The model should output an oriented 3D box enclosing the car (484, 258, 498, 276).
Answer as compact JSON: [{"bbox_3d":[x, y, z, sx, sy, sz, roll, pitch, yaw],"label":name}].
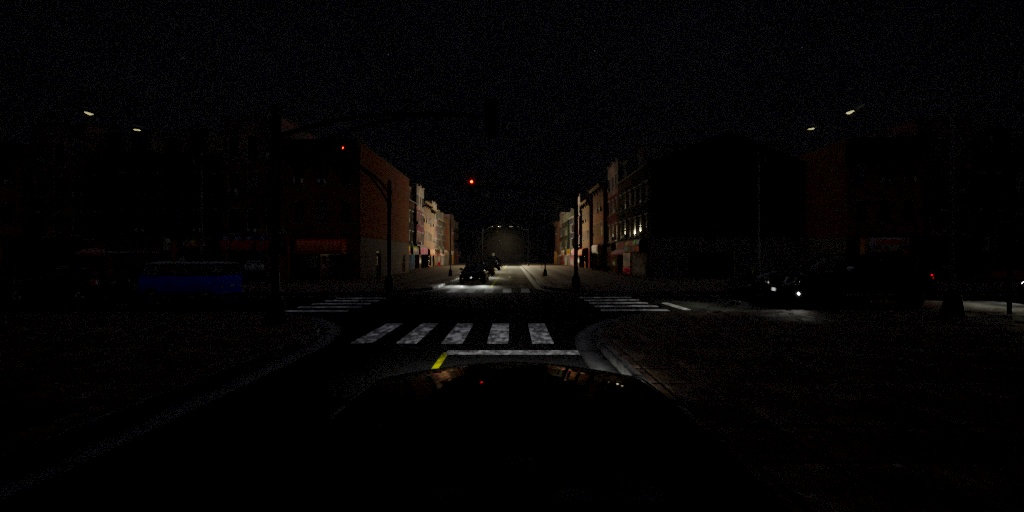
[{"bbox_3d":[-2.774,1.250,37.424,1.882,1.535,5.008,0,0,0],"label":"car"}]

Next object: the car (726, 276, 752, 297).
[{"bbox_3d":[12.289,1.267,16.538,4.403,1.370,2.007,0,0,0],"label":"car"}]

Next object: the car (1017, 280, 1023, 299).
[{"bbox_3d":[23.113,1.047,14.028,4.553,1.767,2.097,0,0,0],"label":"car"}]

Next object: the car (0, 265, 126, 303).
[{"bbox_3d":[-20.189,1.239,16.449,4.097,1.591,1.967,0,0,0],"label":"car"}]

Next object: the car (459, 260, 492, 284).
[{"bbox_3d":[-2.820,1.270,27.352,1.837,1.490,4.892,0,0,1],"label":"car"}]

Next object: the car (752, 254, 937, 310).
[{"bbox_3d":[12.975,0.935,14.003,5.566,2.045,2.150,0,0,0],"label":"car"}]

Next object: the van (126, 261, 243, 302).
[{"bbox_3d":[-14.714,1.124,16.464,3.998,1.789,1.690,0,0,0],"label":"van"}]

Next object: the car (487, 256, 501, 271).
[{"bbox_3d":[-2.738,1.003,50.709,2.150,2.045,5.566,0,0,0],"label":"car"}]
